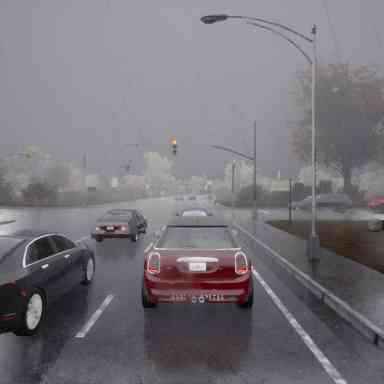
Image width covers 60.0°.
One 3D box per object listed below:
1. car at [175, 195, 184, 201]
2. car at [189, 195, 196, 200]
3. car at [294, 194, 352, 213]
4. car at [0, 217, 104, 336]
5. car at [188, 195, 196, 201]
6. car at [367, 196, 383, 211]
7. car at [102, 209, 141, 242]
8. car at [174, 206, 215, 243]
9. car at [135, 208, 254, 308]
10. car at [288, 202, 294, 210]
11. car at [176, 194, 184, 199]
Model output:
[{"bbox_3d":[-3.413,1.545,85.313,1.994,1.385,4.181,0,0,0],"label":"car"},{"bbox_3d":[0.137,1.524,95.344,1.812,1.442,4.674,0,0,1],"label":"car"},{"bbox_3d":[14.501,1.221,36.398,5.566,2.045,2.150,0,0,3],"label":"car"},{"bbox_3d":[-3.392,1.505,6.659,1.837,1.490,4.892,0,0,0],"label":"car"},{"bbox_3d":[0.085,1.500,84.990,1.837,1.490,4.892,0,0,0],"label":"car"},{"bbox_3d":[23.859,1.211,39.391,5.566,2.045,2.150,0,0,3],"label":"car"},{"bbox_3d":[-3.386,1.547,16.317,2.033,1.411,5.357,0,0,0],"label":"car"},{"bbox_3d":[0.116,1.526,17.111,1.812,1.442,4.674,0,0,0],"label":"car"},{"bbox_3d":[0.107,1.352,8.072,2.097,1.767,4.553,0,0,0],"label":"car"},{"bbox_3d":[14.025,1.504,39.933,4.892,1.490,1.837,0,0,3],"label":"car"},{"bbox_3d":[-3.364,1.402,95.340,1.994,1.385,4.181,0,0,1],"label":"car"}]
